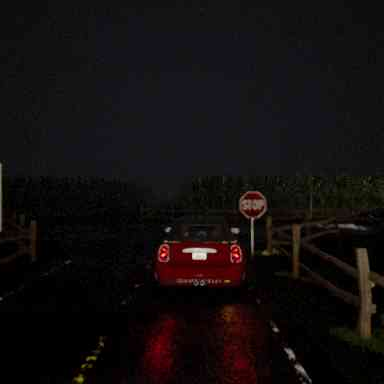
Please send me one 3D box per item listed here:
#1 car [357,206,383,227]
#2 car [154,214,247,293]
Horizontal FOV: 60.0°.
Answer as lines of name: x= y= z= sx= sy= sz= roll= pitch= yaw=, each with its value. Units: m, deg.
car: x=13.764 y=1.630 z=23.009 sx=4.181 sy=1.385 sz=1.994 roll=0 pitch=0 yaw=0
car: x=0.274 y=1.426 z=9.313 sx=2.097 sy=1.767 sz=4.553 roll=0 pitch=-1 yaw=3
